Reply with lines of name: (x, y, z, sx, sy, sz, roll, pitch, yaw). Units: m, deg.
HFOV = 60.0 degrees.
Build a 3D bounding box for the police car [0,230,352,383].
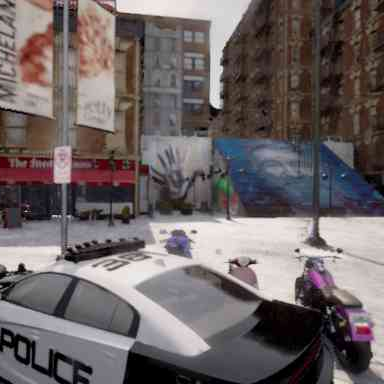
police car: (-1.130, 1.407, 4.015, 5.238, 1.638, 1.930, 1, 0, 33)
